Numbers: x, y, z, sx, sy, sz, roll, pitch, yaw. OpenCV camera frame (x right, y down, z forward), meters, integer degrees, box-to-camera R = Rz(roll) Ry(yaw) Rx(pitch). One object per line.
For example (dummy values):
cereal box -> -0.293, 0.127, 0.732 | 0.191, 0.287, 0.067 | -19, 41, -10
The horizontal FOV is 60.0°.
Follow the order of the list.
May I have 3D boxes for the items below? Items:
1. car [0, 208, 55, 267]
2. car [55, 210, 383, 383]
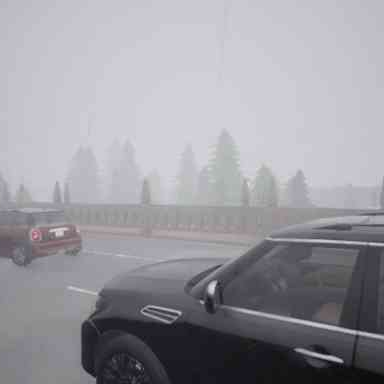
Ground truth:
car -> -6.016, 1.338, 11.507 | 4.553, 1.767, 2.097 | 0, 0, 29
car -> 1.460, 1.209, 2.838 | 5.566, 2.045, 2.150 | 0, 0, 35
